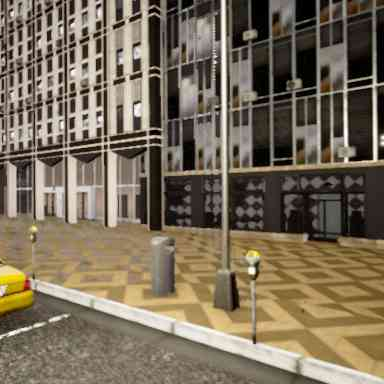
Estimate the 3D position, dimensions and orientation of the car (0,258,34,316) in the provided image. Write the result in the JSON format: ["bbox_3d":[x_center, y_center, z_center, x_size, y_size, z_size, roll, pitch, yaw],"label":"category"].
[{"bbox_3d":[-4.957,1.512,6.421,4.829,1.417,1.752,0,-1,36],"label":"car"}]
